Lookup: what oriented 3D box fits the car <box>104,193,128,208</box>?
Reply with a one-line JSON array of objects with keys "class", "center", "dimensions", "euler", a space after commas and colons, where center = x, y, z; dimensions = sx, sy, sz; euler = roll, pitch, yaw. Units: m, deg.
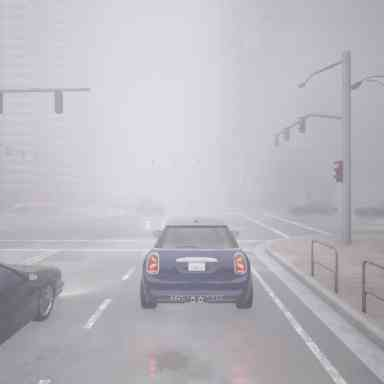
[{"class": "car", "center": [-10.514, 1.352, 47.457], "dimensions": [2.097, 1.767, 4.553], "euler": [0, 0, 0]}]

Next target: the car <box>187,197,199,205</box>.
[{"class": "car", "center": [0.192, 1.563, 55.537], "dimensions": [1.994, 1.385, 4.181], "euler": [0, 0, 0]}]

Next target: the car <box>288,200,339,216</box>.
[{"class": "car", "center": [11.709, 1.526, 32.220], "dimensions": [4.674, 1.442, 1.812], "euler": [0, 0, 1]}]

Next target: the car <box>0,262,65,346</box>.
[{"class": "car", "center": [-3.413, 1.547, 4.185], "dimensions": [2.033, 1.411, 5.357], "euler": [0, 0, -1]}]

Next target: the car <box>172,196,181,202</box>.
[{"class": "car", "center": [-3.380, 1.465, 72.275], "dimensions": [2.033, 1.411, 5.357], "euler": [0, 0, 0]}]

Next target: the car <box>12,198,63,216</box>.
[{"class": "car", "center": [-15.351, 1.352, 33.126], "dimensions": [4.553, 1.767, 2.097], "euler": [0, -1, -32]}]

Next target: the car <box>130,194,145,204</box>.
[{"class": "car", "center": [-10.431, 1.351, 64.412], "dimensions": [2.097, 1.767, 4.553], "euler": [0, 0, 1]}]

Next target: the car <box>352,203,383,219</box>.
[{"class": "car", "center": [16.504, 1.601, 28.677], "dimensions": [4.718, 1.301, 1.895], "euler": [0, 0, 1]}]

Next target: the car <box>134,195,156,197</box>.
[{"class": "car", "center": [-7.008, 1.505, 49.702], "dimensions": [1.837, 1.490, 4.892], "euler": [0, 0, 0]}]

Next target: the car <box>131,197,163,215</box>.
[{"class": "car", "center": [-4.225, 1.505, 32.287], "dimensions": [1.837, 1.490, 4.892], "euler": [-1, 1, -27]}]

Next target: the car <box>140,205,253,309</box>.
[{"class": "car", "center": [0.093, 1.352, 8.044], "dimensions": [2.097, 1.767, 4.553], "euler": [0, 0, 0]}]
